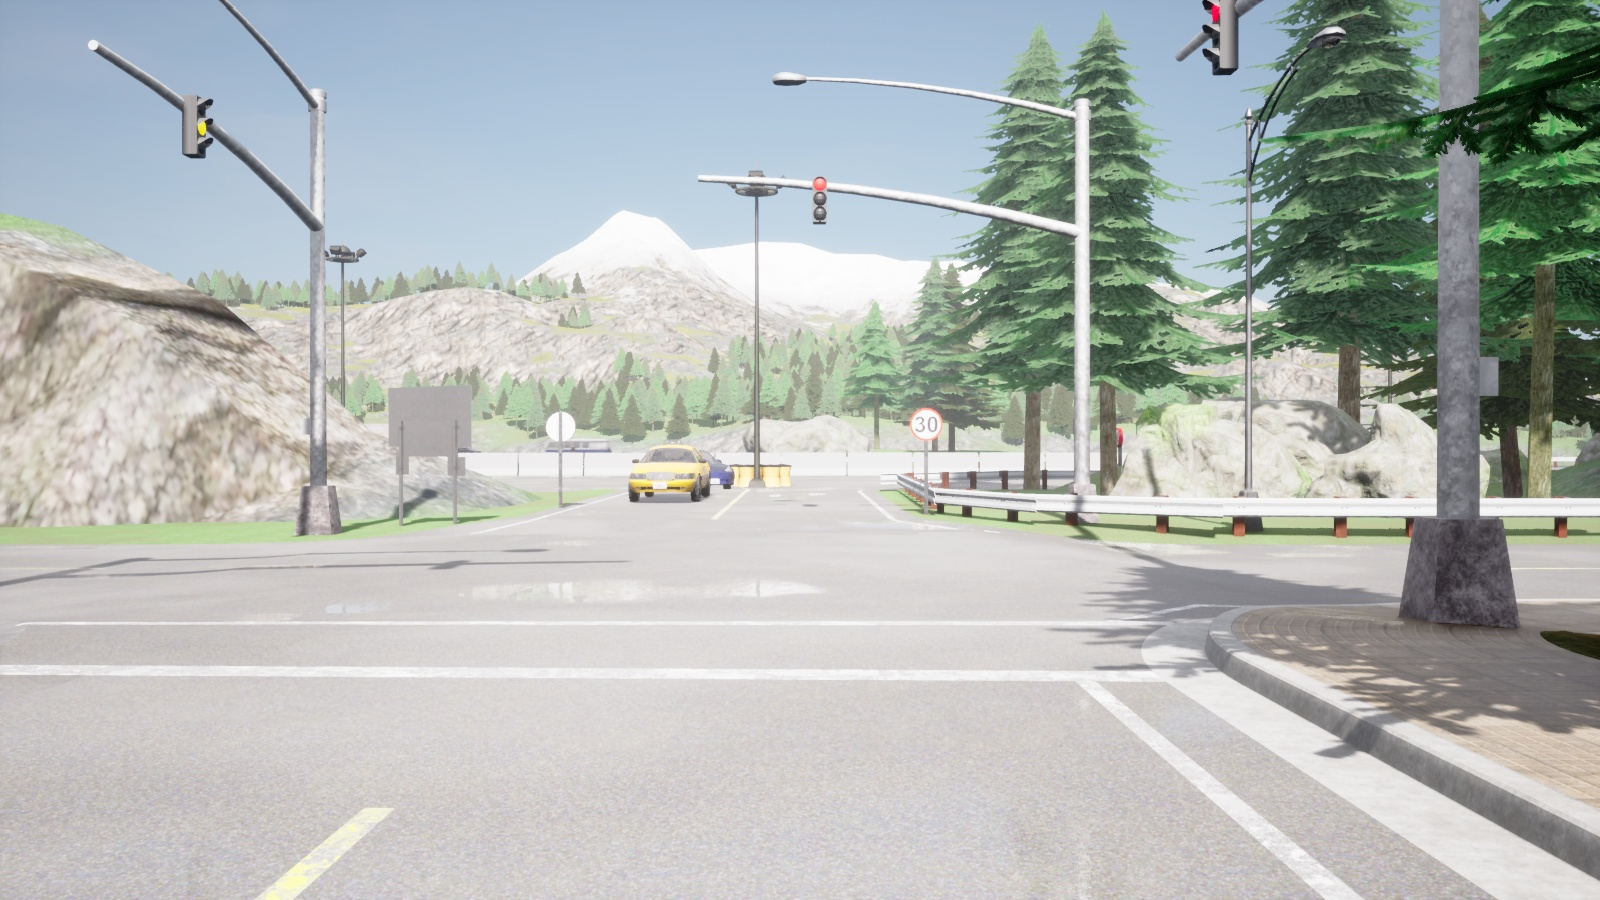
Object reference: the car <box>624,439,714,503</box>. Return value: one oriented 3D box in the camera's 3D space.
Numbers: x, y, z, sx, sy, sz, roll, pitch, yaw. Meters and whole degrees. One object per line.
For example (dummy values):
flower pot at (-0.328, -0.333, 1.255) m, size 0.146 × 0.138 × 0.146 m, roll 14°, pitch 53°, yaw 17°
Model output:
car at (-3.403, 0.494, 33.605) m, size 1.801 × 1.575 × 5.366 m, roll 0°, pitch 0°, yaw 1°

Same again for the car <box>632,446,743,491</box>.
car at (-4.000, 0.663, 43.922) m, size 2.163 × 1.488 × 4.792 m, roll 1°, pitch -1°, yaw -28°

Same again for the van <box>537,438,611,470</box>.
van at (-14.426, 0.233, 80.312) m, size 4.442 × 1.987 × 1.775 m, roll 0°, pitch 0°, yaw 0°
